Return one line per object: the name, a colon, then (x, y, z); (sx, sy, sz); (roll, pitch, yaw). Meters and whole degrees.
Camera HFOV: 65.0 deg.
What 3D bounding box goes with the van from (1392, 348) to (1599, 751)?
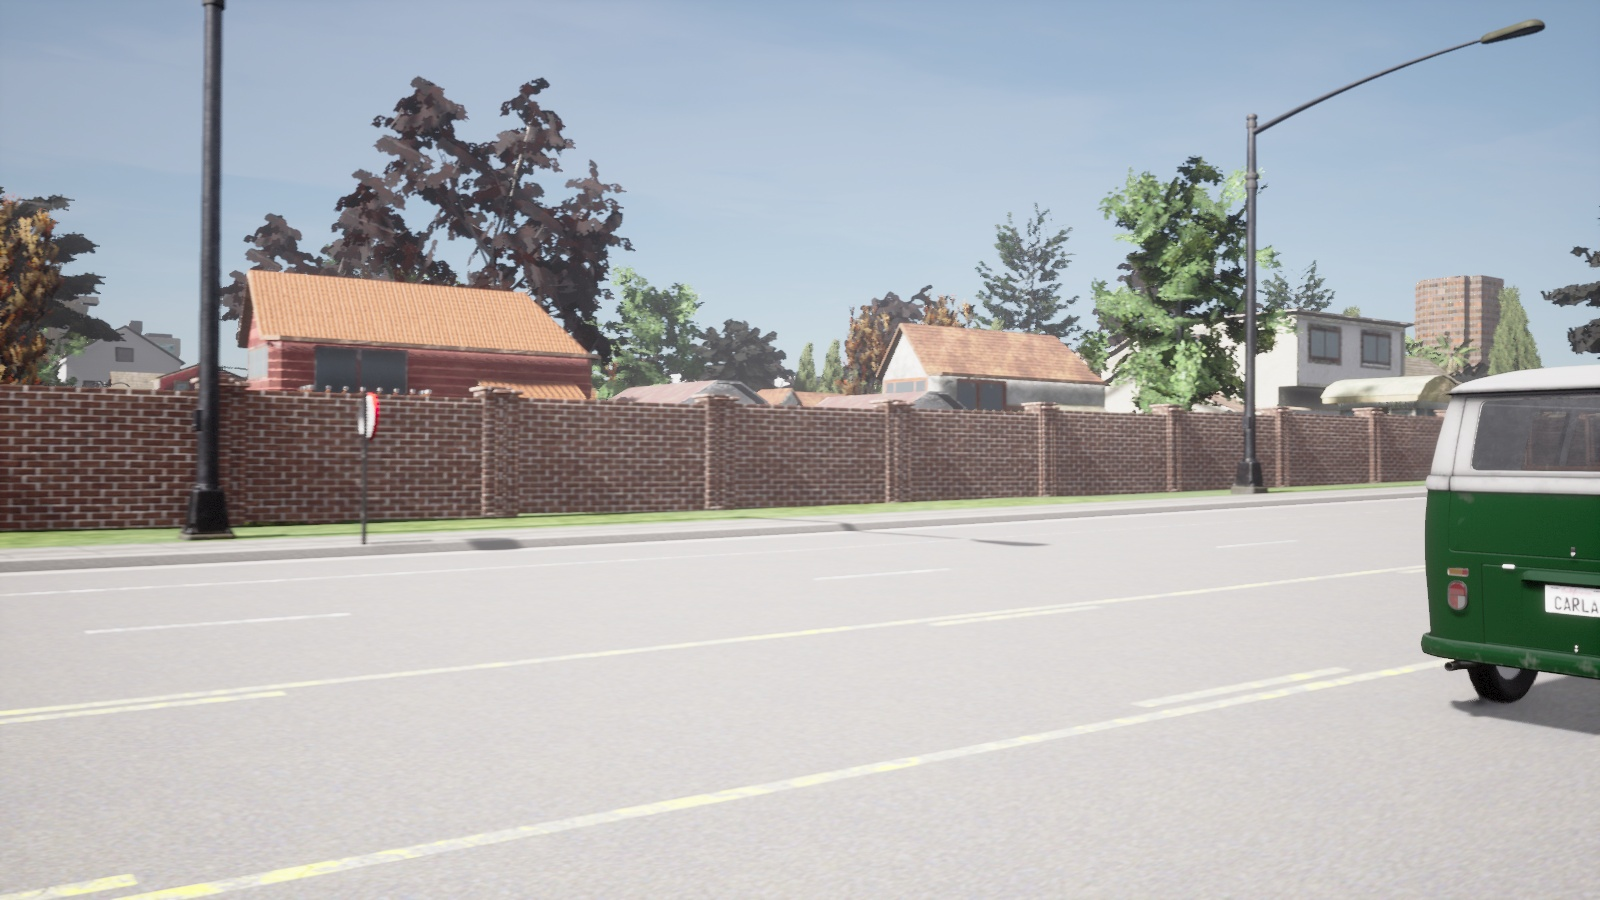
van: (5.662, 0.475, 7.599); (4.442, 1.987, 1.775); (-1, 0, -35)
